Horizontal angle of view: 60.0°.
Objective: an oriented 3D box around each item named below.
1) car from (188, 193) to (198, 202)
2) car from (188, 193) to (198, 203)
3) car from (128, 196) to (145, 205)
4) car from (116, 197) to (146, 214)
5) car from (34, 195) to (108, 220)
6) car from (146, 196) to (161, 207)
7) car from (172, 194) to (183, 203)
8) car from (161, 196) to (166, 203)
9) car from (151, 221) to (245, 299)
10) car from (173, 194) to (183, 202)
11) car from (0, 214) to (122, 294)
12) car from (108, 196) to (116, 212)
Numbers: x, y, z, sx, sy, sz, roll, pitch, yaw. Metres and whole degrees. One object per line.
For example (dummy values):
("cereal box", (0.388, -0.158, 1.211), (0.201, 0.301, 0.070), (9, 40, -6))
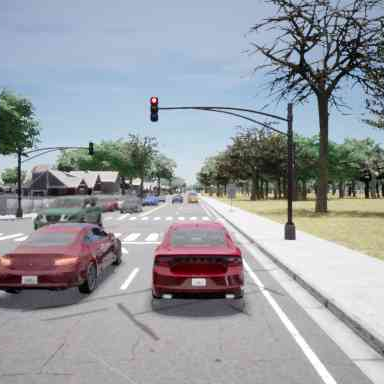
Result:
("car", (0.182, 1.191, 76.315), (2.150, 2.045, 5.566), (0, 0, 0))
("car", (0.255, 1.452, 65.914), (1.882, 1.535, 5.008), (0, 0, 0))
("car", (-9.692, 1.528, 58.087), (2.033, 1.411, 5.357), (0, 0, 0))
("car", (-6.514, 1.499, 35.894), (1.837, 1.490, 4.892), (0, 0, 0))
("car", (-6.556, 1.225, 18.363), (2.150, 2.045, 5.566), (0, 0, 0))
("car", (-6.467, 1.463, 52.505), (1.882, 1.535, 5.008), (0, 0, 0))
("car", (-2.990, 1.500, 66.321), (1.812, 1.442, 4.674), (0, 0, 0))
("car", (-6.338, 1.519, 67.985), (2.033, 1.411, 5.357), (0, 0, 0))
("car", (0.118, 1.477, 8.486), (1.882, 1.535, 5.008), (0, 0, 0))
("car", (-3.068, 1.321, 76.287), (2.097, 1.767, 4.553), (0, 0, 0))
("car", (-3.130, 1.525, 8.697), (1.812, 1.442, 4.674), (0, 0, 0))
("car", (-9.759, 1.345, 37.914), (2.097, 1.767, 4.553), (0, 0, 0))
